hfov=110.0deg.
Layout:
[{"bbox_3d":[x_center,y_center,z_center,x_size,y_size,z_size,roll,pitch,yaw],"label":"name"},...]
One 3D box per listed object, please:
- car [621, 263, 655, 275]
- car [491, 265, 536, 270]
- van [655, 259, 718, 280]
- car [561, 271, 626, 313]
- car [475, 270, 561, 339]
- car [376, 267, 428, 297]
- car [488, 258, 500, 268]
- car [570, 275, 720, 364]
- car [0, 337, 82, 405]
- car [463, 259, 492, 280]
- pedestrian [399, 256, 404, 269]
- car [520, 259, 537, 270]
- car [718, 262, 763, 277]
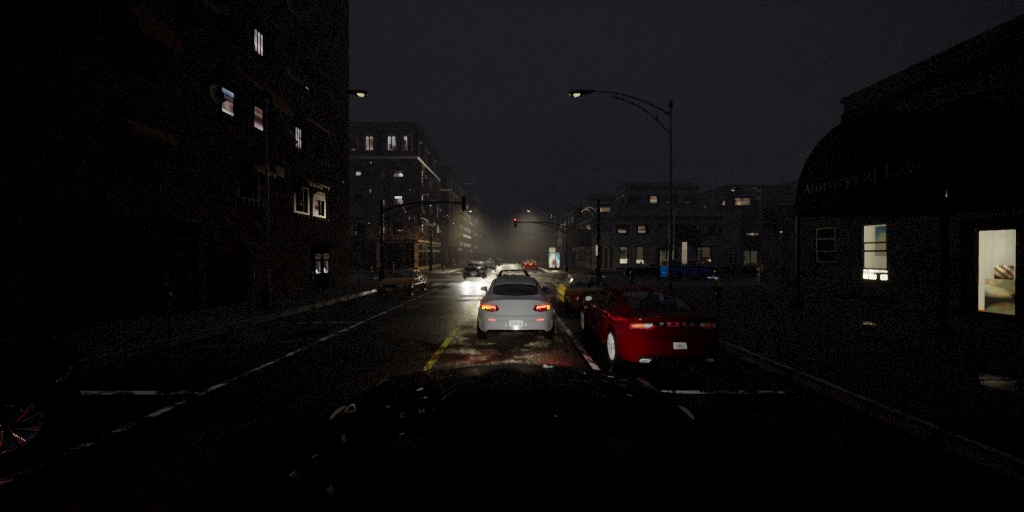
[{"bbox_3d":[13.424,1.380,35.902,4.718,1.301,1.895,0,0,-1],"label":"car"},{"bbox_3d":[0.077,1.353,19.063,1.895,1.301,4.718,0,0,0],"label":"car"},{"bbox_3d":[14.601,1.163,30.125,3.998,1.789,1.690,0,0,-1],"label":"van"},{"bbox_3d":[2.667,1.276,13.805,1.751,1.417,4.829,0,0,0],"label":"car"},{"bbox_3d":[0.084,1.276,9.952,1.812,1.442,4.674,0,0,0],"label":"car"},{"bbox_3d":[-5.725,1.277,19.150,1.751,1.417,4.829,0,0,0],"label":"car"},{"bbox_3d":[-3.194,1.318,51.255,2.033,1.411,5.357,0,0,0],"label":"car"},{"bbox_3d":[2.678,1.295,7.938,1.888,1.381,4.507,0,0,0],"label":"car"},{"bbox_3d":[-5.692,1.316,2.231,1.948,1.339,4.313,0,0,0],"label":"car"},{"bbox_3d":[-3.154,1.260,31.441,2.128,1.511,4.902,0,0,0],"label":"car"},{"bbox_3d":[-12.707,0.829,41.188,0.375,1.860,0.375,0,0,-1],"label":"pedestrian"},{"bbox_3d":[2.594,1.211,51.803,1.967,1.591,4.097,0,0,0],"label":"car"},{"bbox_3d":[22.343,1.367,35.982,4.181,1.385,1.994,0,0,0],"label":"car"}]
